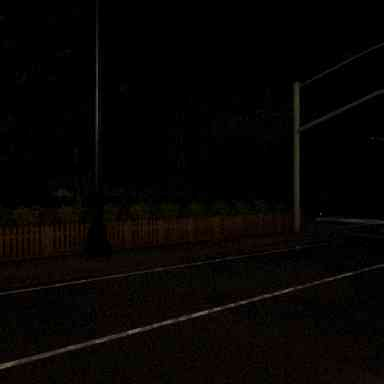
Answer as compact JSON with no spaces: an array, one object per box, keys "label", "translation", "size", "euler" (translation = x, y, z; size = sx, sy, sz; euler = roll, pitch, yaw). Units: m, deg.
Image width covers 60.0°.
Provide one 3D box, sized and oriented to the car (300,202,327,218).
[{"label":"car","translation":[9.867,1.601,30.572],"size":[1.895,1.301,4.718],"euler":[0,0,-35]}]
